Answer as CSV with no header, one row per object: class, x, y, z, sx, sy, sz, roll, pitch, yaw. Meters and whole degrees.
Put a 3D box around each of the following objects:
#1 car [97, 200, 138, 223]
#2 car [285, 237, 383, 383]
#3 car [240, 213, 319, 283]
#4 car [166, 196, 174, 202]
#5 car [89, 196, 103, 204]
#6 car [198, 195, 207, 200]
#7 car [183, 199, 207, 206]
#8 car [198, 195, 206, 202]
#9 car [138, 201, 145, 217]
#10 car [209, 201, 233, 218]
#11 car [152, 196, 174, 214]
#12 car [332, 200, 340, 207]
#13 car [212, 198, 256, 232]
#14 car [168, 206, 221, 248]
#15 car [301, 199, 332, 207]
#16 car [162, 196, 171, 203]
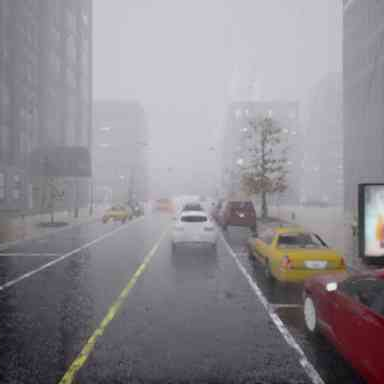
car,-5.690,1.590,25.898,1.752,1.417,4.829,1,0,0
car,2.697,1.555,3.832,1.887,1.381,4.507,1,0,0
car,2.696,1.549,9.561,1.752,1.417,4.829,1,0,0
car,-5.707,1.764,86.200,1.887,1.381,4.507,1,0,0
car,-17.268,1.399,56.026,4.507,1.381,1.887,1,-2,0
car,2.675,1.749,80.665,1.887,1.381,4.507,1,0,0
car,0.077,1.637,29.548,1.994,1.385,4.181,0,0,0
car,2.675,1.659,86.189,1.967,1.590,4.097,1,0,0
car,-5.690,1.519,31.628,1.967,1.590,4.097,1,0,0
car,2.689,1.623,31.629,1.887,1.381,4.507,1,0,0
car,-3.095,1.442,36.073,2.097,1.767,4.553,0,0,0
car,26.239,2.160,64.713,4.829,1.417,1.752,1,-2,0
car,2.694,1.366,20.510,2.192,1.841,5.009,1,0,0
car,0.083,1.562,14.747,1.812,1.442,4.674,0,0,0
car,20.831,1.889,56.359,4.097,1.590,1.967,1,-2,0
car,-5.703,1.715,74.984,1.752,1.417,4.829,1,0,0
